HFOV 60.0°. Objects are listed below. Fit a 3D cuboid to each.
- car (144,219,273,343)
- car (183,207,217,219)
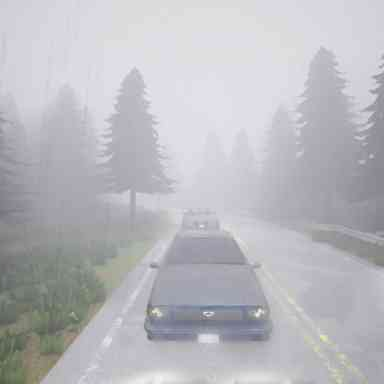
[{"bbox_3d":[0.266,1.557,7.071,2.033,1.411,5.357,0,0,1],"label":"car"},{"bbox_3d":[0.437,1.584,19.156,1.994,1.385,4.181,0,0,-2],"label":"car"}]
